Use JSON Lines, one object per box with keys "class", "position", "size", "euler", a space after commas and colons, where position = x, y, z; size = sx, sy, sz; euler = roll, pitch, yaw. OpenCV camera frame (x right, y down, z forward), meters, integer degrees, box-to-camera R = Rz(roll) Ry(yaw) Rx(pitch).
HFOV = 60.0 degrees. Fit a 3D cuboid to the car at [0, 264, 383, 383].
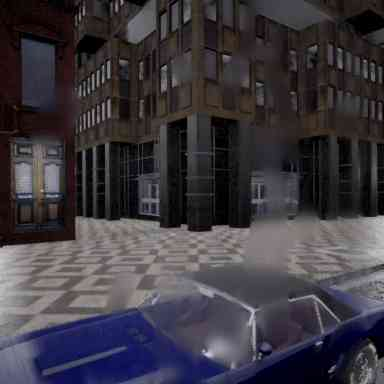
{"class": "car", "position": [0.254, 1.600, 3.560], "size": [4.718, 1.301, 1.895], "euler": [0, 0, -36]}
